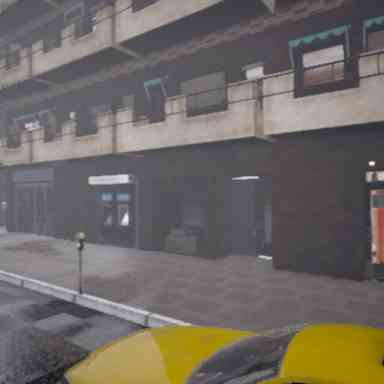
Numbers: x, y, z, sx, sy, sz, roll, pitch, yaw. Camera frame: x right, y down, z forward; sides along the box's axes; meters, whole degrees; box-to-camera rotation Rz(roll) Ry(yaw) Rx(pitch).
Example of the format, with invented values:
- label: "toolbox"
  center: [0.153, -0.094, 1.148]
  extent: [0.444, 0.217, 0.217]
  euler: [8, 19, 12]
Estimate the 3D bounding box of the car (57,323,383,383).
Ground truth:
- label: "car"
  center: [1.021, 1.526, 2.160]
  extent: [4.829, 1.417, 1.752]
  euler: [0, -1, 36]
